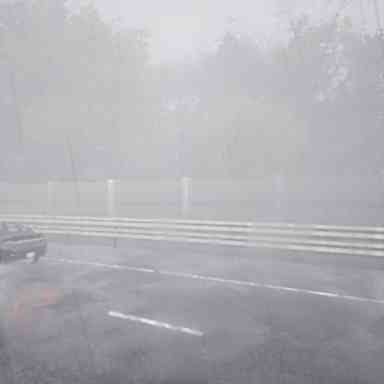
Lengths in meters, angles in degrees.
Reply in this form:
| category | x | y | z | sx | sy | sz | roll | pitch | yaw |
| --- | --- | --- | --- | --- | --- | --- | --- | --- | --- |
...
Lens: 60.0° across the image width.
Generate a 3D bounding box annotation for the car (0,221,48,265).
| category | x | y | z | sx | sy | sz | roll | pitch | yaw |
| --- | --- | --- | --- | --- | --- | --- | --- | --- | --- |
| car | -7.076 | 1.719 | 11.176 | 4.902 | 1.511 | 2.128 | -1 | -1 | 26 |
